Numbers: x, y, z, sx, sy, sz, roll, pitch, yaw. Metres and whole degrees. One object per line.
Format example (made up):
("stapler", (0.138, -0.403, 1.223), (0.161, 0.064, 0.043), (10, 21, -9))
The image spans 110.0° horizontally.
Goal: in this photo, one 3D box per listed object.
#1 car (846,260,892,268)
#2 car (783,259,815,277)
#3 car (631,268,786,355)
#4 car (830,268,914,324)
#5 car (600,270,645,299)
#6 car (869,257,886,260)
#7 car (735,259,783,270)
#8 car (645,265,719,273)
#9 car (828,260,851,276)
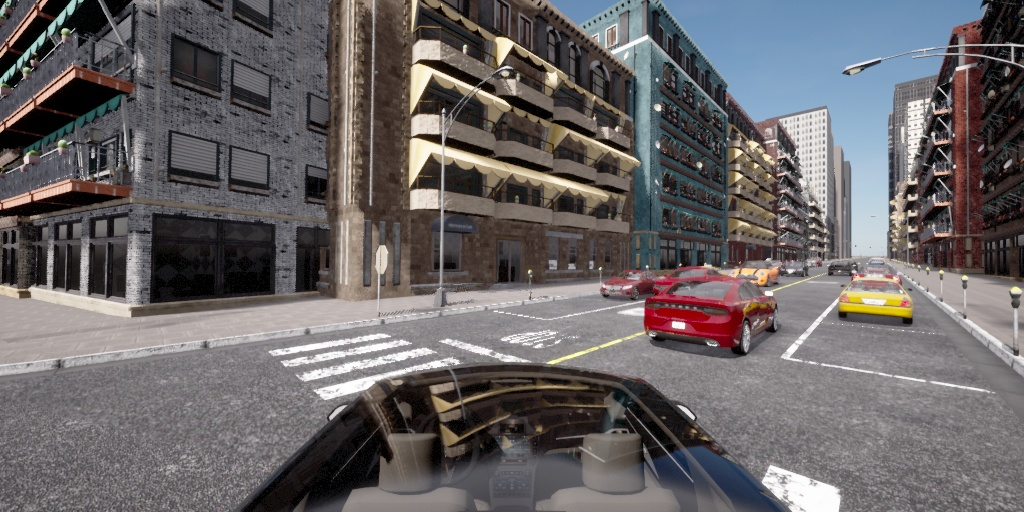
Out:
("car", (19.870, 1.204, 19.591), (4.097, 1.591, 1.967), (0, 0, -44))
("car", (28.149, 1.292, 35.667), (4.902, 1.511, 2.128), (0, 0, -44))
("car", (5.094, 1.235, 8.891), (5.008, 1.535, 1.882), (0, 0, -44))
("car", (12.073, 1.283, 11.957), (4.829, 1.417, 1.751), (0, 0, -44))
("car", (6.051, 1.357, 17.789), (4.207, 1.307, 1.802), (0, 0, -44))
("car", (43.622, 1.213, 42.850), (4.097, 1.591, 1.967), (0, 0, -44))
("car", (16.526, 1.129, 24.414), (4.553, 1.767, 2.097), (0, 0, -44))
("car", (8.203, 1.247, 16.274), (5.008, 1.535, 1.882), (0, 0, -44))
("car", (34.238, 1.283, 37.300), (4.892, 1.490, 1.837), (0, 0, -45))
